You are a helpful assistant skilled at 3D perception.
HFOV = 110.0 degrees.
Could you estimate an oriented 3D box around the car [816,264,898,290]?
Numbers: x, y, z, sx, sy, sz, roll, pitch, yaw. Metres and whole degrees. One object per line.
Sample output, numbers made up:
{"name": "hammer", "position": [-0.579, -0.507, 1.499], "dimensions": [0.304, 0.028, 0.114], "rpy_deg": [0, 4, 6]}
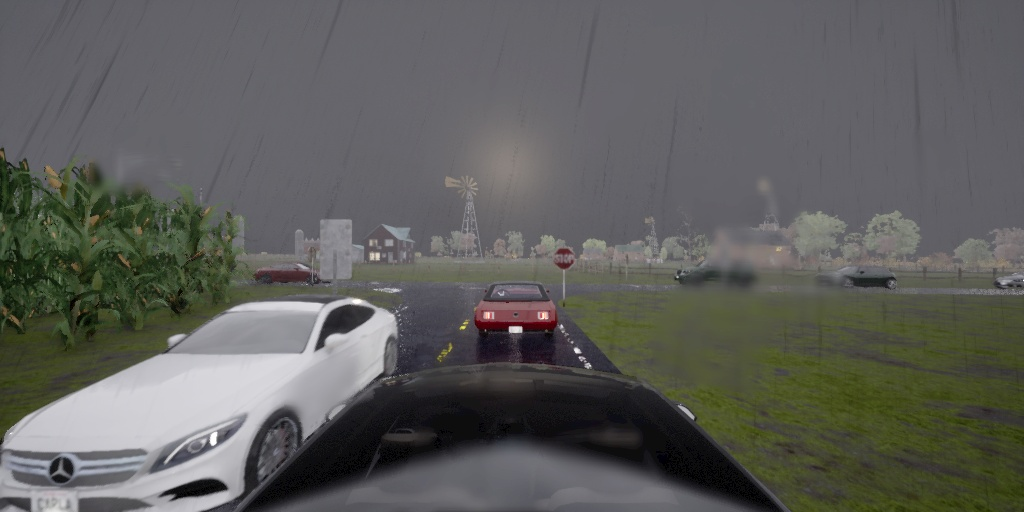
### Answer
{"name": "car", "position": [24.940, 1.462, 26.076], "dimensions": [4.553, 1.767, 2.097], "rpy_deg": [1, -1, 0]}

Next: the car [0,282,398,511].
{"name": "car", "position": [-2.863, 1.276, 4.571], "dimensions": [1.812, 1.442, 4.674], "rpy_deg": [0, 0, 0]}

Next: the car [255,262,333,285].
{"name": "car", "position": [-13.830, 1.102, 22.963], "dimensions": [4.674, 1.442, 1.812], "rpy_deg": [1, -1, 0]}

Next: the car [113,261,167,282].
{"name": "car", "position": [-25.493, 0.653, 22.920], "dimensions": [5.566, 2.045, 2.150], "rpy_deg": [1, -1, 0]}

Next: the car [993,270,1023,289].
{"name": "car", "position": [38.286, 1.761, 26.108], "dimensions": [4.902, 1.511, 2.128], "rpy_deg": [0, -1, 0]}

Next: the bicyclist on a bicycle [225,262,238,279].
{"name": "bicyclist on a bicycle", "position": [-22.675, 0.996, 28.897], "dimensions": [0.582, 1.620, 1.656], "rpy_deg": [1, 0, 0]}

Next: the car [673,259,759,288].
{"name": "car", "position": [14.780, 1.204, 26.036], "dimensions": [5.566, 2.045, 2.150], "rpy_deg": [1, -1, 0]}

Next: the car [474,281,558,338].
{"name": "car", "position": [0.139, 1.354, 10.202], "dimensions": [1.895, 1.301, 4.718], "rpy_deg": [0, 0, 1]}
